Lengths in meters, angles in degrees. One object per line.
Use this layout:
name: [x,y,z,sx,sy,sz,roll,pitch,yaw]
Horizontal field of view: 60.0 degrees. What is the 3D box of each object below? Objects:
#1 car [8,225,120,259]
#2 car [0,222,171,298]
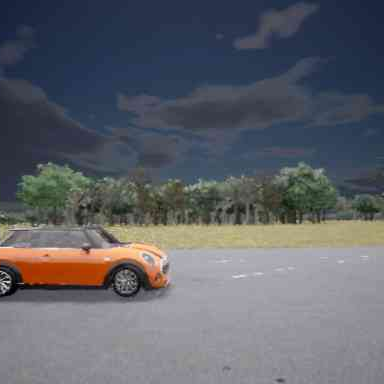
car: [-6.010,2.354,15.981,4.674,1.442,1.812,0,-5,3]
car: [-2.867,1.678,8.821,4.553,1.767,2.097,-1,-4,3]
